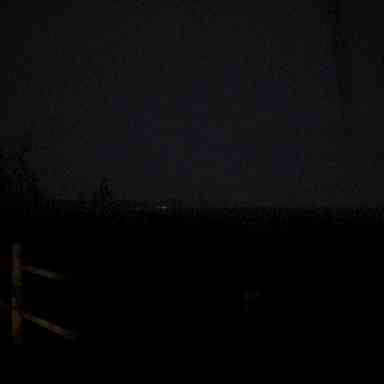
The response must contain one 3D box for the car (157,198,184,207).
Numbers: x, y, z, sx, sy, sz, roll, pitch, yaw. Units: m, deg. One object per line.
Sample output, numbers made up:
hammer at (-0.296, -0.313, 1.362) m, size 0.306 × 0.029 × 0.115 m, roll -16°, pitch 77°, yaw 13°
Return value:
car at (-3.594, 1.807, 57.381) m, size 2.033 × 1.411 × 5.357 m, roll 2°, pitch 0°, yaw 36°
